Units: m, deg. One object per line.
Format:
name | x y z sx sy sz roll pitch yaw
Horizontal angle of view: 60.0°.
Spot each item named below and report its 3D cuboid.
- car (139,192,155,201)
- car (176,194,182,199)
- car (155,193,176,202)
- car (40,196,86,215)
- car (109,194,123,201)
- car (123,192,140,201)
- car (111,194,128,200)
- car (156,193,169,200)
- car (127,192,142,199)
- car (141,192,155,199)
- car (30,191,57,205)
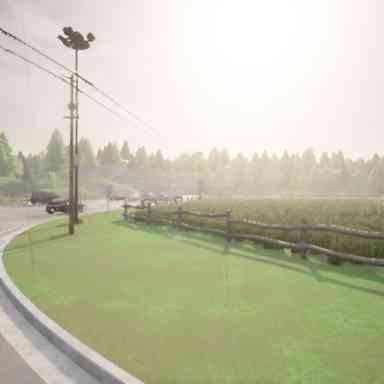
car | -8.741 1.275 69.072 1.895 1.301 4.718 0 0 10
car | -3.524 1.111 78.297 1.895 1.301 4.718 0 0 10
car | -5.375 1.203 68.012 2.128 1.511 4.902 0 0 10
car | -11.764 1.317 31.385 1.837 1.490 4.892 0 0 9
car | -15.709 1.174 69.871 2.033 1.411 5.357 0 0 10
car | -12.173 1.170 69.754 1.812 1.442 4.674 0 0 10
car | -17.383 1.133 80.332 2.033 1.411 5.357 0 0 10
car | -6.974 0.993 78.886 1.837 1.490 4.892 0 0 10
car | -13.868 0.802 80.095 2.097 1.767 4.553 0 0 10
car | -10.423 0.825 79.476 2.097 1.767 4.553 0 0 10
car | -22.489 0.895 51.365 2.150 2.045 5.566 0 0 10
